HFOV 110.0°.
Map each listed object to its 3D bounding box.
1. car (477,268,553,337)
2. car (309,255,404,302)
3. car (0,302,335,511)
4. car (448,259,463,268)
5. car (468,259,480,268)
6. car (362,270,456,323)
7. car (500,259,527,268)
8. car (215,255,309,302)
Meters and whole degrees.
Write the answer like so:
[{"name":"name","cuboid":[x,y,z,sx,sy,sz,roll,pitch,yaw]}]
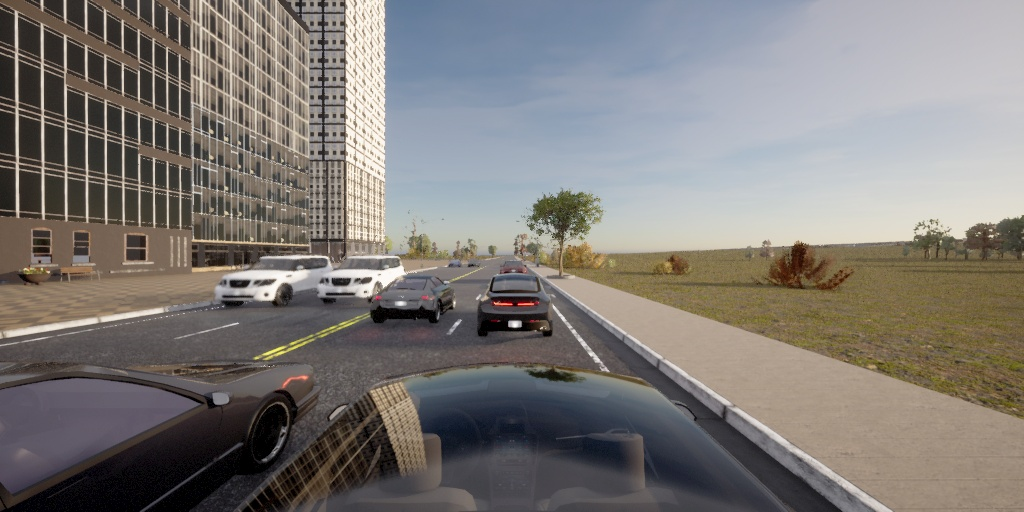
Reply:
[{"name":"car","cuboid":[0.100,1.254,10.330,1.837,1.490,4.892,0,0,1]},{"name":"car","cuboid":[-6.592,0.970,16.478,2.150,2.045,5.566,0,0,0]},{"name":"car","cuboid":[-3.148,1.297,1.720,2.033,1.411,5.357,0,0,0]},{"name":"car","cuboid":[-9.720,1.279,61.474,1.812,1.442,4.674,0,0,0]},{"name":"car","cuboid":[-6.470,1.290,61.510,1.837,1.490,4.892,0,0,0]},{"name":"car","cuboid":[-3.143,1.313,12.128,1.994,1.385,4.181,0,0,0]},{"name":"car","cuboid":[0.113,1.100,28.348,2.097,1.767,4.553,0,0,0]},{"name":"car","cuboid":[-9.843,0.970,15.600,2.150,2.045,5.566,0,0,0]}]
